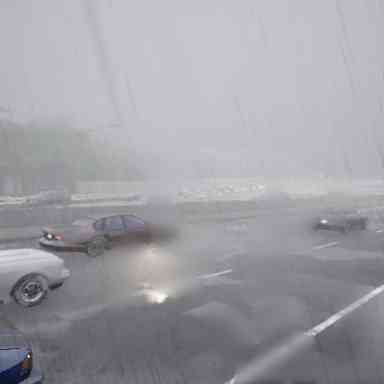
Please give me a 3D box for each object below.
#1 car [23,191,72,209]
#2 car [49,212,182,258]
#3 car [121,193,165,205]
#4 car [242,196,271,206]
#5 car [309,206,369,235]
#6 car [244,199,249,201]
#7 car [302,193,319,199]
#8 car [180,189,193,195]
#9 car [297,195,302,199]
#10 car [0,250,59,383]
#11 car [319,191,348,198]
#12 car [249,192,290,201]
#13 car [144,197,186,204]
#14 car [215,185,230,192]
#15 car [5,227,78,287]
[{"bbox_3d":[-15.983,0.925,37.147,2.150,2.045,5.566,0,1,25],"label":"car"},{"bbox_3d":[-2.874,1.493,12.675,5.357,1.411,2.033,0,0,-44],"label":"car"},{"bbox_3d":[-4.018,1.220,31.394,4.553,1.767,2.097,0,0,-44],"label":"car"},{"bbox_3d":[9.766,1.316,49.806,4.718,1.301,1.895,-1,1,-44],"label":"car"},{"bbox_3d":[8.310,1.489,18.695,4.181,1.385,1.994,0,0,-44],"label":"car"},{"bbox_3d":[8.506,1.341,43.669,4.181,1.385,1.994,-1,1,-44],"label":"car"},{"bbox_3d":[21.138,1.154,56.064,5.357,1.411,2.033,-1,1,-44],"label":"car"},{"bbox_3d":[-1.186,0.231,65.026,1.812,1.442,4.674,0,3,31],"label":"car"},{"bbox_3d":[21.240,0.916,61.089,4.553,1.767,2.097,-1,1,-44],"label":"car"},{"bbox_3d":[-3.925,1.536,2.032,5.357,1.411,2.033,0,0,-44],"label":"car"},{"bbox_3d":[22.838,0.847,52.837,5.566,2.045,2.150,-1,1,-44],"label":"car"},{"bbox_3d":[9.712,1.026,39.952,5.566,2.045,2.150,-1,1,-44],"label":"car"},{"bbox_3d":[-1.664,1.444,28.802,4.181,1.385,1.994,0,0,-44],"label":"car"},{"bbox_3d":[7.106,-0.835,78.234,1.882,1.535,5.008,0,3,33],"label":"car"},{"bbox_3d":[-4.775,1.573,5.947,4.718,1.301,1.895,0,0,-44],"label":"car"}]
